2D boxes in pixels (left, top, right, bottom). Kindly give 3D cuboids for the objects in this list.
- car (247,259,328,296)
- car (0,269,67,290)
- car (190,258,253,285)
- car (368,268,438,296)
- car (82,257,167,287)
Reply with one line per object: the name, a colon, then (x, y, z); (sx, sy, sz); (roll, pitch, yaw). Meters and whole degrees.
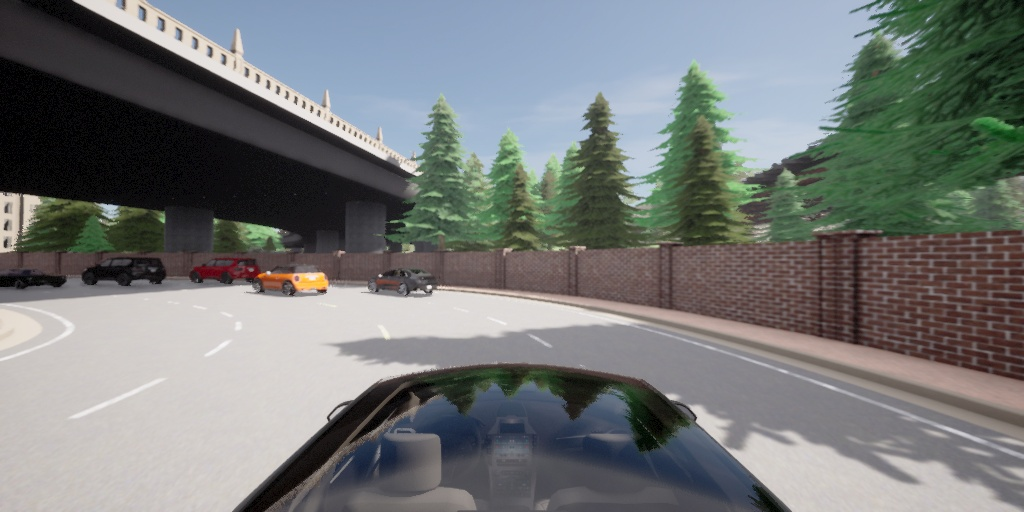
car: (-12.707, 1.248, 20.557); (4.553, 1.767, 2.097); (0, -1, 30)
car: (-31.853, 1.499, 23.337); (4.718, 1.301, 1.895); (0, -1, 11)
car: (-22.636, 1.155, 28.388); (5.566, 2.045, 2.150); (0, -1, 17)
car: (-6.380, 1.433, 20.782); (4.892, 1.490, 1.837); (0, -1, 37)
car: (-28.196, 1.102, 26.163); (5.566, 2.045, 2.150); (0, -1, 13)
